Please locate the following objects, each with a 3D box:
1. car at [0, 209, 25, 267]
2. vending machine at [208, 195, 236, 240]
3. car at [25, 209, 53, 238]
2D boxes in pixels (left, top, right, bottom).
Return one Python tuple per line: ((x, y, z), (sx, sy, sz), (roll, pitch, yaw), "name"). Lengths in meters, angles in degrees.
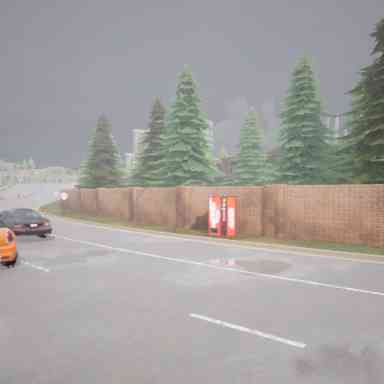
((-7.277, 1.352, 10.367), (4.553, 1.767, 2.097), (0, 0, 42), "car")
((1.481, 1.195, 16.321), (0.880, 2.100, 1.100), (0, 0, 42), "vending machine")
((-8.820, 1.547, 16.702), (2.033, 1.411, 5.357), (0, 0, -44), "car")
